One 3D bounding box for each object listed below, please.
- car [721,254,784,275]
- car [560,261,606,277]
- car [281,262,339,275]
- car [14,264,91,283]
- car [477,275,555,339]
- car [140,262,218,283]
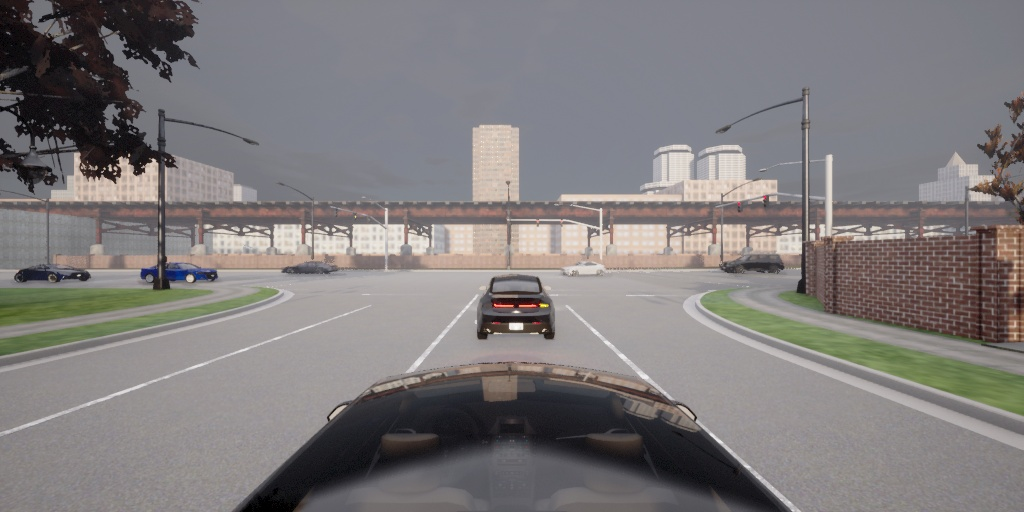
[{"bbox_3d":[24.530,0.822,36.645,5.566,2.045,2.150,-1,0,2],"label":"car"},{"bbox_3d":[6.920,1.252,34.893,4.674,1.442,1.812,0,0,-23],"label":"car"},{"bbox_3d":[-21.253,1.297,37.878,5.357,1.411,2.033,0,0,2],"label":"car"},{"bbox_3d":[-35.254,1.314,27.600,4.181,1.385,1.994,0,0,2],"label":"car"},{"bbox_3d":[0.093,1.256,10.060,1.837,1.490,4.892,0,0,0],"label":"car"},{"bbox_3d":[-25.226,1.228,27.291,5.008,1.535,1.882,0,0,2],"label":"car"}]
